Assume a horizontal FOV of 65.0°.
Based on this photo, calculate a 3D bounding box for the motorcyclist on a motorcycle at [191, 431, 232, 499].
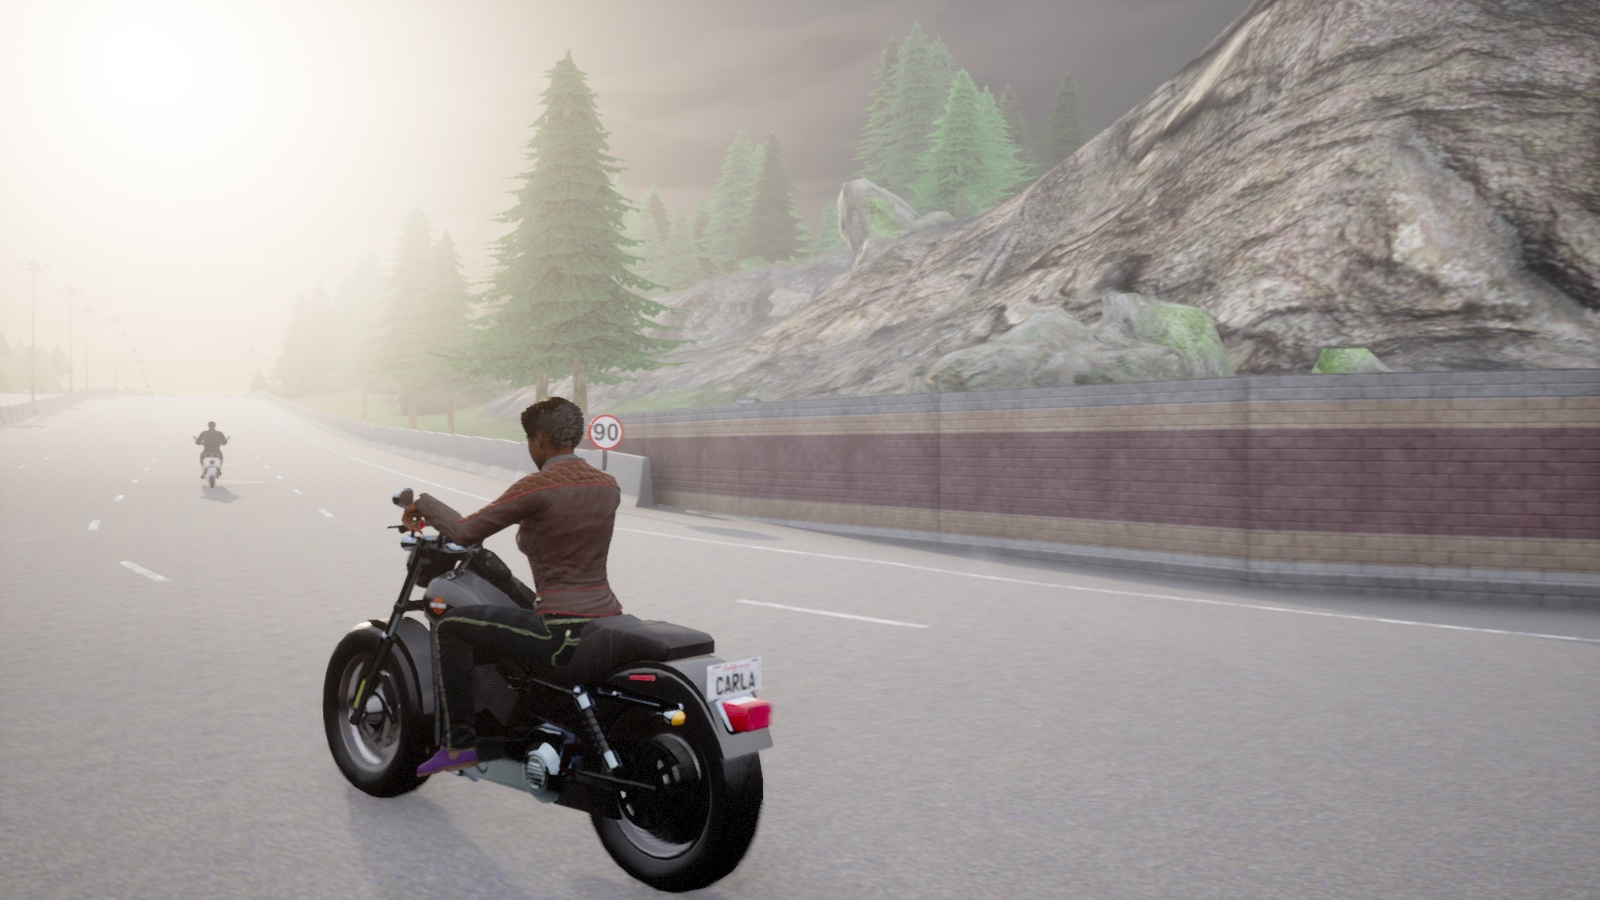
[{"bbox_3d":[-14.319,0.340,30.548,0.866,1.590,1.817,-1,1,-26],"label":"motorcyclist on a motorcycle"}]

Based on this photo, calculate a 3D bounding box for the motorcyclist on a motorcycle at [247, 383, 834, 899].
[{"bbox_3d":[-1.048,0.634,4.587,2.350,1.649,0.766,0,0,39],"label":"motorcyclist on a motorcycle"}]
